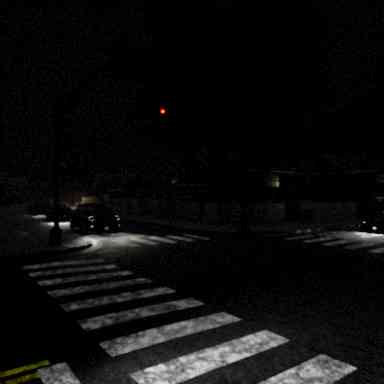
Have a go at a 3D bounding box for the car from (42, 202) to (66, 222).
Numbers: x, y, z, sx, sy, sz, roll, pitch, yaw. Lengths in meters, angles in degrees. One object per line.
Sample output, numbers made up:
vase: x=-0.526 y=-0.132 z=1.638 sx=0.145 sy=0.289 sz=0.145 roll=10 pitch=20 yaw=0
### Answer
car: x=-11.691 y=1.824 z=29.555 sx=1.994 sy=1.385 sz=4.181 roll=1 pitch=-1 yaw=-32

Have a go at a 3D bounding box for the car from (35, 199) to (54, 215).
car: x=-17.047 y=1.864 z=38.406 sx=2.033 sy=1.411 sz=5.357 roll=1 pitch=-1 yaw=-29

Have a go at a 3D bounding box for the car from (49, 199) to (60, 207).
car: x=-25.755 y=2.047 z=62.330 sx=1.812 sy=1.442 sz=4.674 roll=1 pitch=-1 yaw=-24

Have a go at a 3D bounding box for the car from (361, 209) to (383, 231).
car: x=12.893 y=1.771 z=21.129 sx=5.357 sy=1.411 sz=2.033 roll=1 pitch=0 yaw=-36

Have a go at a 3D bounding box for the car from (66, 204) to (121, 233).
car: x=-6.230 y=1.560 z=21.285 sx=2.097 sy=1.767 sz=4.553 roll=1 pitch=-1 yaw=-34
